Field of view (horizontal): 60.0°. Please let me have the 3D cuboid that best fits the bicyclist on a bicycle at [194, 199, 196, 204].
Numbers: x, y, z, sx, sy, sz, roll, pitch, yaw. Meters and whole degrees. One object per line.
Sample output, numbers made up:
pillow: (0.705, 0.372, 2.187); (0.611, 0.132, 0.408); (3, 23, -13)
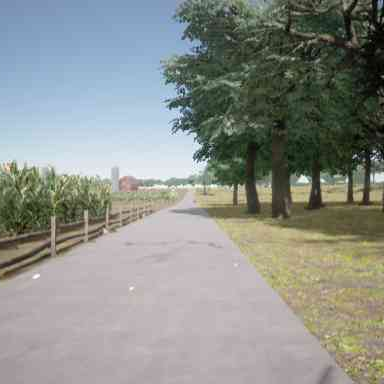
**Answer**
bicyclist on a bicycle: (0.743, 2.812, 90.298); (0.582, 1.620, 1.656); (-1, -1, 0)
